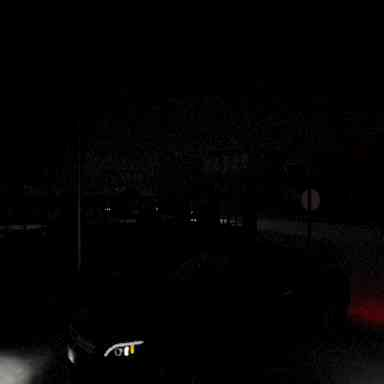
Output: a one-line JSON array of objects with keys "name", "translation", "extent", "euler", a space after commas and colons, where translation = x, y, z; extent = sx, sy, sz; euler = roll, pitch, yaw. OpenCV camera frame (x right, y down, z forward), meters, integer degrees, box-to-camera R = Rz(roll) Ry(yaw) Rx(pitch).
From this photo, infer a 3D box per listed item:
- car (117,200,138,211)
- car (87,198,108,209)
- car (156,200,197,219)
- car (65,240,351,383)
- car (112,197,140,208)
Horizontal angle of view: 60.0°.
[{"name": "car", "translation": [-7.205, 1.548, 37.749], "extent": [2.033, 1.411, 5.357], "euler": [0, 0, -35]}, {"name": "car", "translation": [-13.223, 1.526, 46.270], "extent": [1.812, 1.442, 4.674], "euler": [0, 0, -35]}, {"name": "car", "translation": [-1.427, 1.505, 29.629], "extent": [1.837, 1.490, 4.892], "euler": [0, 0, -35]}, {"name": "car", "translation": [0.571, 1.526, 5.014], "extent": [4.674, 1.442, 1.812], "euler": [0, 0, -36]}, {"name": "car", "translation": [-9.717, 1.547, 48.500], "extent": [2.033, 1.411, 5.357], "euler": [0, 0, -36]}]
